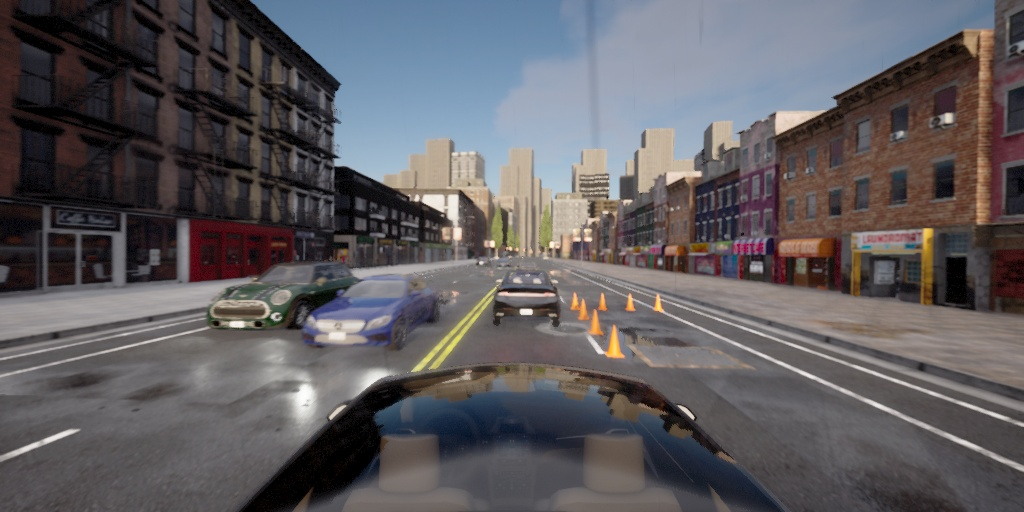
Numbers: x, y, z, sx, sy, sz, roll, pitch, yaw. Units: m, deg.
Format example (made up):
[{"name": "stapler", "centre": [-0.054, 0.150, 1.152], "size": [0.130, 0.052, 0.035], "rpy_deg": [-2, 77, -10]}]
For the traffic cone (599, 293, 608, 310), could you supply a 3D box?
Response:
[{"name": "traffic cone", "centre": [3.313, 1.658, 13.148], "size": [0.340, 0.580, 0.340], "rpy_deg": [0, 0, 3]}]

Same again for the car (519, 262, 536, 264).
[{"name": "car", "centre": [1.291, 1.165, 29.836], "size": [1.895, 1.301, 4.718], "rpy_deg": [1, 0, 3]}]

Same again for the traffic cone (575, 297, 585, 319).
[{"name": "traffic cone", "centre": [2.225, 1.661, 11.195], "size": [0.340, 0.580, 0.340], "rpy_deg": [0, 0, 3]}]

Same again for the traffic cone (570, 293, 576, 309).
[{"name": "traffic cone", "centre": [2.314, 1.647, 13.192], "size": [0.340, 0.580, 0.340], "rpy_deg": [0, 0, 3]}]

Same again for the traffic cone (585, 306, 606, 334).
[{"name": "traffic cone", "centre": [2.136, 1.674, 9.197], "size": [0.340, 0.580, 0.340], "rpy_deg": [0, 0, 3]}]

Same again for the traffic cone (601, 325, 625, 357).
[{"name": "traffic cone", "centre": [2.047, 1.687, 7.199], "size": [0.340, 0.580, 0.340], "rpy_deg": [0, 0, 3]}]

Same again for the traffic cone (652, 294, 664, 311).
[{"name": "traffic cone", "centre": [5.311, 1.679, 13.059], "size": [0.340, 0.580, 0.340], "rpy_deg": [0, 0, 3]}]

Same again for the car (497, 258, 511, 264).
[{"name": "car", "centre": [-1.129, 0.945, 52.221], "size": [2.033, 1.411, 5.357], "rpy_deg": [1, 0, 3]}]

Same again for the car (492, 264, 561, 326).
[{"name": "car", "centre": [0.470, 1.177, 11.396], "size": [2.128, 1.511, 4.902], "rpy_deg": [1, 0, 3]}]

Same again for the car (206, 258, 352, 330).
[{"name": "car", "centre": [-6.269, 0.974, 10.546], "size": [2.097, 1.767, 4.553], "rpy_deg": [1, 0, 3]}]

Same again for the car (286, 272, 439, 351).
[{"name": "car", "centre": [-3.093, 1.192, 8.890], "size": [1.812, 1.442, 4.674], "rpy_deg": [1, 0, 3]}]

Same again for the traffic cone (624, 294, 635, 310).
[{"name": "traffic cone", "centre": [4.312, 1.669, 13.103], "size": [0.340, 0.580, 0.340], "rpy_deg": [0, 0, 3]}]

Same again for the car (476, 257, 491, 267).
[{"name": "car", "centre": [-4.292, 0.846, 54.111], "size": [2.128, 1.511, 4.902], "rpy_deg": [1, 0, 3]}]
